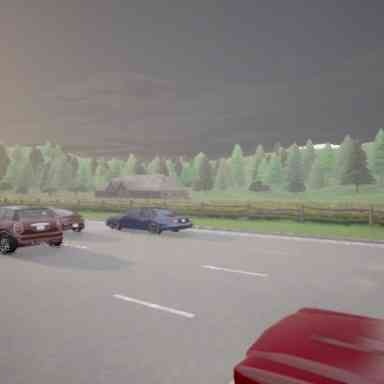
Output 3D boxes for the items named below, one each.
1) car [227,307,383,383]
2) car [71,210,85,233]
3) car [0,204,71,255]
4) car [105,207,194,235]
[{"bbox_3d":[2.587,1.602,2.149,4.718,1.301,1.895,0,0,35],"label":"car"},{"bbox_3d":[-7.743,1.504,18.104,4.674,1.442,1.812,0,0,35],"label":"car"},{"bbox_3d":[-7.310,1.334,13.498,4.553,1.767,2.097,0,0,35],"label":"car"},{"bbox_3d":[-2.485,1.531,18.657,5.357,1.411,2.033,0,0,35],"label":"car"}]
